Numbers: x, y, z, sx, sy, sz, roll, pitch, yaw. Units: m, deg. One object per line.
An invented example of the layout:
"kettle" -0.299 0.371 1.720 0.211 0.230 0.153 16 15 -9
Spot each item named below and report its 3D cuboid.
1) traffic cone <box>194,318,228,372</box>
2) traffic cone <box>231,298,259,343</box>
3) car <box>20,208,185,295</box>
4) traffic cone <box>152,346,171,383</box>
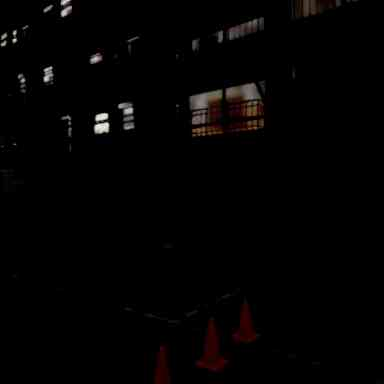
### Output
"traffic cone" 0.252 1.967 4.404 0.340 0.580 0.340 0 0 36
"traffic cone" 0.835 1.970 5.216 0.340 0.580 0.340 0 0 36
"car" -2.482 1.330 8.787 5.009 1.841 2.192 0 0 36
"traffic cone" -0.330 1.964 3.591 0.340 0.580 0.340 0 0 36
